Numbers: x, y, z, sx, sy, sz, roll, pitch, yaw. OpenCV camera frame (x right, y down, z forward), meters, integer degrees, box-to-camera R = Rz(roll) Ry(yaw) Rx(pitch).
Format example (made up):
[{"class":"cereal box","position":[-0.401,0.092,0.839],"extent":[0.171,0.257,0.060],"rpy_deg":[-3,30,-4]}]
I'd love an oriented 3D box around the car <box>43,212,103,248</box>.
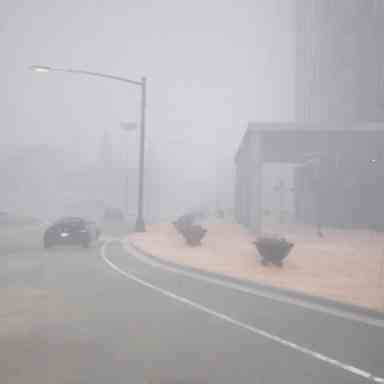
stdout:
[{"class":"car","position":[-5.829,1.878,16.417],"extent":[1.994,1.385,4.181],"rpy_deg":[2,-2,-9]}]

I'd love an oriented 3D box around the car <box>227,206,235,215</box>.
[{"class":"car","position":[8.092,3.196,57.168],"extent":[1.882,1.535,5.008],"rpy_deg":[0,-2,44]}]

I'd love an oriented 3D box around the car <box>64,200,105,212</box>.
[{"class":"car","position":[-14.323,2.106,44.962],"extent":[5.566,2.045,2.150],"rpy_deg":[2,-1,-15]}]

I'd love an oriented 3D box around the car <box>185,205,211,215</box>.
[{"class":"car","position":[1.015,3.008,55.231],"extent":[4.892,1.490,1.837],"rpy_deg":[2,-2,-45]}]

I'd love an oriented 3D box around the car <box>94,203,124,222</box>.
[{"class":"car","position":[-8.170,2.210,33.572],"extent":[2.128,1.511,4.902],"rpy_deg":[2,-2,-24]}]
